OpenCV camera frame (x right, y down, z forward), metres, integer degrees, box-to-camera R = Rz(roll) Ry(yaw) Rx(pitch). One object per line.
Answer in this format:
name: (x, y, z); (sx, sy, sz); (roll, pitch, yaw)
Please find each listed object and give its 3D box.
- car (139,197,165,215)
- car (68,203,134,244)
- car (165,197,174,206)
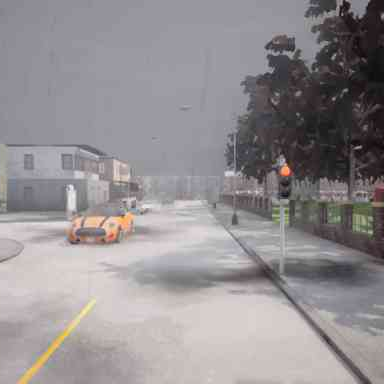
car: (-4.053, 1.524, 33.520); (1.812, 1.442, 4.674); (0, 0, 0)
car: (-4.087, 1.351, 15.617); (2.097, 1.767, 4.553); (0, 0, 0)
car: (-4.037, 1.545, 56.051); (2.033, 1.411, 5.357); (0, 0, 0)
